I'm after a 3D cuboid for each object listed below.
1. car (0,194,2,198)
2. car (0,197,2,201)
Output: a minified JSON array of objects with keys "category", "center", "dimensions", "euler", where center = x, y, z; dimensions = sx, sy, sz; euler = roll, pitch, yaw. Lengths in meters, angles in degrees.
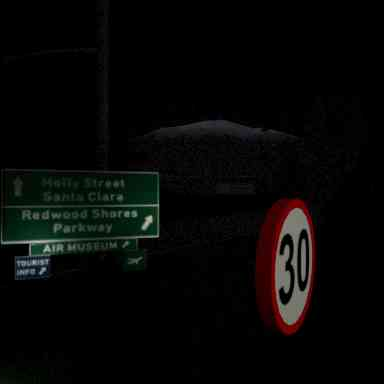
[{"category":"car","center":[-38.761,1.489,69.909],"dimensions":[4.514,1.523,2.007],"euler":[0,0,35]},{"category":"car","center":[-12.447,1.505,26.033],"dimensions":[1.905,1.878,3.866],"euler":[0,0,35]}]
